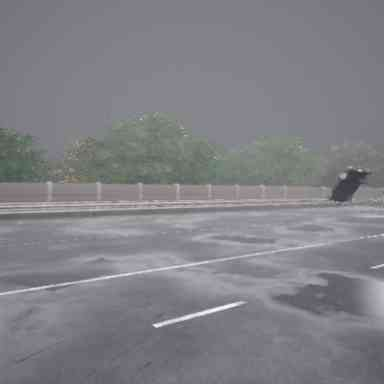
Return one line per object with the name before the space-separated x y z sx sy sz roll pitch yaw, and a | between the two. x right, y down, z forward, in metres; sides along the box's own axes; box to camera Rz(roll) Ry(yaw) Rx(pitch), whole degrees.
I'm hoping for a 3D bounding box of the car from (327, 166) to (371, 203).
car | 13.407 -0.740 28.763 2.033 1.411 5.357 11 -28 8
